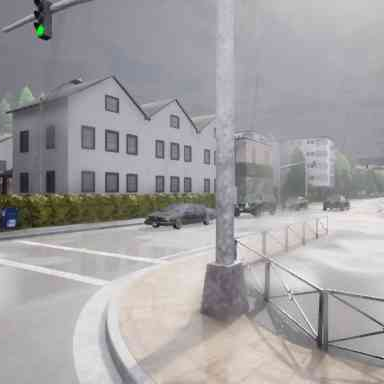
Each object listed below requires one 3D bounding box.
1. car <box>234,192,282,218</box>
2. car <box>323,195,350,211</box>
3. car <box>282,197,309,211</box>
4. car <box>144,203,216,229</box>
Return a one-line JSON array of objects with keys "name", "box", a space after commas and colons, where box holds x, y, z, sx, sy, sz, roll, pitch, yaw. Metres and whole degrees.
[{"name": "car", "box": [5.476, 1.034, 28.607, 2.150, 2.045, 5.566, 0, 0, 35]}, {"name": "car", "box": [16.387, 1.164, 37.606, 2.097, 1.767, 4.553, 0, 0, 35]}, {"name": "car", "box": [11.545, 1.304, 37.088, 2.128, 1.511, 4.902, 0, 0, 36]}, {"name": "car", "box": [-0.490, 1.360, 20.195, 2.033, 1.411, 5.357, 0, 0, 35]}]
